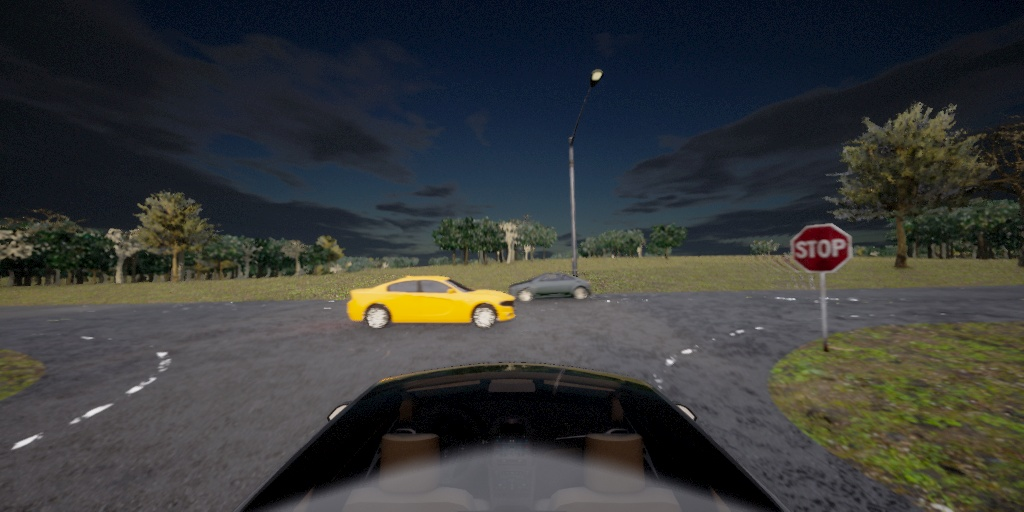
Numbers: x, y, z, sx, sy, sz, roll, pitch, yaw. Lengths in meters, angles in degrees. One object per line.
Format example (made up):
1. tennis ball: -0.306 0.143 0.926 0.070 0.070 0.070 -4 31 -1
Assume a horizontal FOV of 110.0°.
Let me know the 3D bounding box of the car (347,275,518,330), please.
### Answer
1. car: -2.414 1.355 11.142 5.008 1.535 1.882 0 -1 0

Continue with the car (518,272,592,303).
1. car: 1.882 1.532 18.188 4.181 1.385 1.994 -2 -1 -1
